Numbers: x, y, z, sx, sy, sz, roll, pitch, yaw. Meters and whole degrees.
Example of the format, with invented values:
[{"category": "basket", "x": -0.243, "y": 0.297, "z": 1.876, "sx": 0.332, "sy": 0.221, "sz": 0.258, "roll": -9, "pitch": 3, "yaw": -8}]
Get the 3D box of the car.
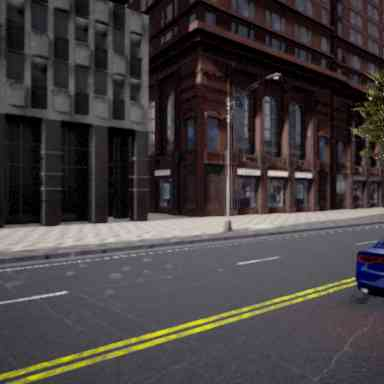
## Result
[{"category": "car", "x": 5.701, "y": 1.528, "z": 7.536, "sx": 5.008, "sy": 1.535, "sz": 1.882, "roll": 0, "pitch": 0, "yaw": -36}]
